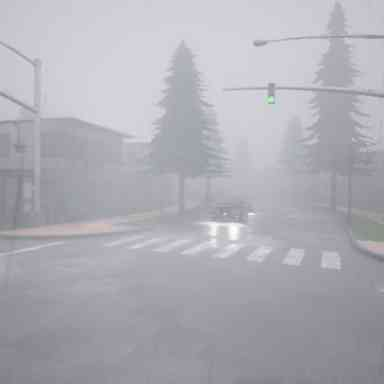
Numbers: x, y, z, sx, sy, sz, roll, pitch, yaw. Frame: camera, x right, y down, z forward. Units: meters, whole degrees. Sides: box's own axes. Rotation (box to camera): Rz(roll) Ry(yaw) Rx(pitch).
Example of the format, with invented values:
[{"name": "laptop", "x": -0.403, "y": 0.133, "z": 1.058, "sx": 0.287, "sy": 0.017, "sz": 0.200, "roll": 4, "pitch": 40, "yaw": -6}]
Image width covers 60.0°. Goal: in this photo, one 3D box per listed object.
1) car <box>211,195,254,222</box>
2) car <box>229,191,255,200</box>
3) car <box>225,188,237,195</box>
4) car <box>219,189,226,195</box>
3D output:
[{"name": "car", "x": 2.602, "y": 1.114, "z": 21.974, "sx": 1.994, "sy": 1.385, "sz": 4.181, "roll": 1, "pitch": 1, "yaw": 18}, {"name": "car", "x": 4.689, "y": 0.905, "z": 30.599, "sx": 1.837, "sy": 1.490, "sz": 4.892, "roll": 1, "pitch": 1, "yaw": 9}, {"name": "car", "x": 5.561, "y": 0.679, "z": 40.825, "sx": 1.882, "sy": 1.535, "sz": 5.008, "roll": 1, "pitch": 1, "yaw": 0}, {"name": "car", "x": 6.541, "y": 0.185, "z": 59.450, "sx": 2.097, "sy": 1.767, "sz": 4.553, "roll": 0, "pitch": 1, "yaw": -21}]
